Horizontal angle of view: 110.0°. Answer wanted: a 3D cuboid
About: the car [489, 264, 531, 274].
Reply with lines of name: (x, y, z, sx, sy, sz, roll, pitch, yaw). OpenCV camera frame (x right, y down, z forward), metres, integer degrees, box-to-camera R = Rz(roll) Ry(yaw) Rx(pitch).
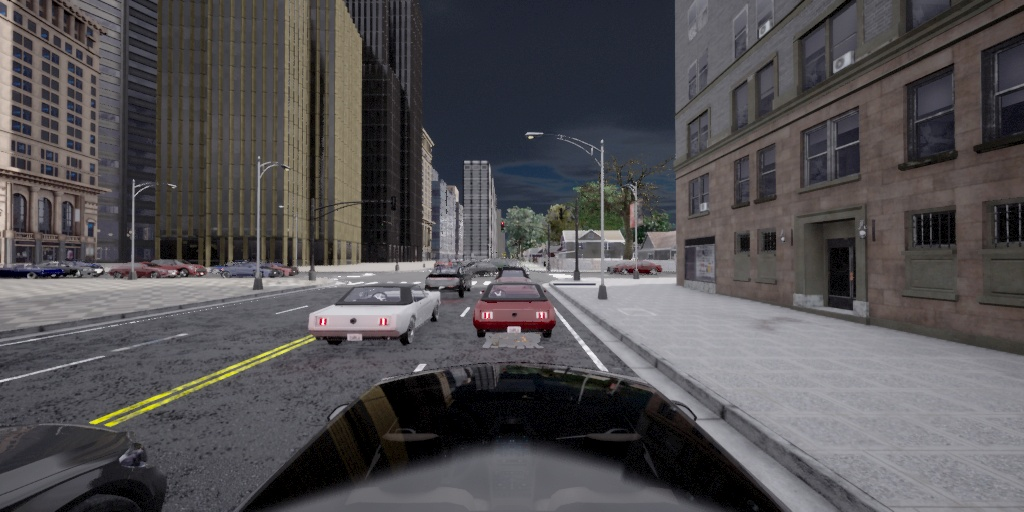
car: (0.038, 1.315, 18.940, 1.994, 1.385, 4.181, 0, 0, 0)

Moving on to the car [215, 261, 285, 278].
car: (-22.543, 1.271, 30.983, 4.181, 1.385, 1.994, 0, -1, -3)

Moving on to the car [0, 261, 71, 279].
car: (-40.383, 1.305, 29.649, 4.718, 1.301, 1.895, 0, -1, -6)

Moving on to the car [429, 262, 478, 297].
car: (-3.209, 1.243, 18.715, 2.128, 1.511, 4.902, 0, 0, 0)

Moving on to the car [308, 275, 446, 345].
car: (-3.181, 1.352, 9.462, 1.895, 1.301, 4.718, 0, 0, 0)

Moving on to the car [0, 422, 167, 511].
car: (-3.141, 1.275, 0.319, 1.812, 1.442, 4.674, 0, 0, 0)

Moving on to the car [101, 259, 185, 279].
car: (-31.215, 1.232, 30.449, 4.674, 1.442, 1.812, 0, -1, -4)

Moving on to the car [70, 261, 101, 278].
car: (-40.587, 1.228, 32.886, 4.902, 1.511, 2.128, 0, -1, -6)

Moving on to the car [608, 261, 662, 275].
car: (13.220, 1.249, 37.991, 5.008, 1.535, 1.882, 0, -1, 0)

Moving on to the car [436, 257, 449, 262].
car: (-10.020, 1.104, 52.619, 2.097, 1.767, 4.553, 0, 0, 0)

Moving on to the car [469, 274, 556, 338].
car: (0.052, 1.350, 10.183, 1.895, 1.301, 4.718, 0, 0, 0)

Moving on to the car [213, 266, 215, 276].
car: (-28.482, 1.252, 37.360, 5.008, 1.535, 1.882, 0, -1, -4)

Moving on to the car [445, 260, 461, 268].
car: (-10.040, 1.316, 61.253, 1.994, 1.385, 4.181, 0, 0, 0)

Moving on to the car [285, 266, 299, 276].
car: (-22.832, 1.304, 34.224, 4.181, 1.385, 1.994, 0, -1, -3)

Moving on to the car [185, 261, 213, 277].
car: (-31.516, 1.091, 33.683, 4.553, 1.767, 2.097, 0, -1, -5)

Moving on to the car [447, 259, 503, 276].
car: (-3.344, 1.257, 33.215, 1.812, 1.442, 4.674, -1, -1, 44)

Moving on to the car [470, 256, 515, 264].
car: (-2.199, 1.142, 41.337, 4.553, 1.767, 2.097, 0, -1, 1)
